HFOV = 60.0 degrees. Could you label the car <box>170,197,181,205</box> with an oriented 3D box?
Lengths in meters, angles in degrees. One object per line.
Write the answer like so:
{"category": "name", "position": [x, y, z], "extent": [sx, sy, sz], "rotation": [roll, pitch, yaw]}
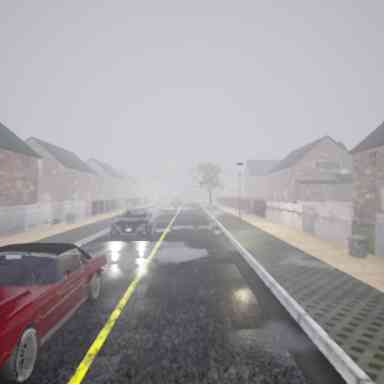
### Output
{"category": "car", "position": [-3.165, 1.766, 64.845], "extent": [1.812, 1.442, 4.674], "rotation": [0, 0, 0]}

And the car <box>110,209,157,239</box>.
{"category": "car", "position": [-2.944, 1.572, 17.417], "extent": [1.994, 1.385, 4.181], "rotation": [0, 0, -1]}

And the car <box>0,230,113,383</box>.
{"category": "car", "position": [-2.873, 1.606, 5.502], "extent": [1.895, 1.301, 4.718], "rotation": [0, 0, 0]}

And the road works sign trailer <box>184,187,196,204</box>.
{"category": "road works sign trailer", "position": [-0.434, 0.734, 69.854], "extent": [2.380, 3.560, 2.880], "rotation": [0, 0, 0]}
